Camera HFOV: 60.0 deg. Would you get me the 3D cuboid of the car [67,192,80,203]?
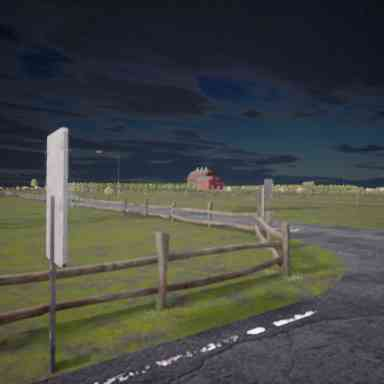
[{"bbox_3d":[-18.348,0.782,50.141,2.128,1.511,4.902,1,0,-36],"label":"car"}]
